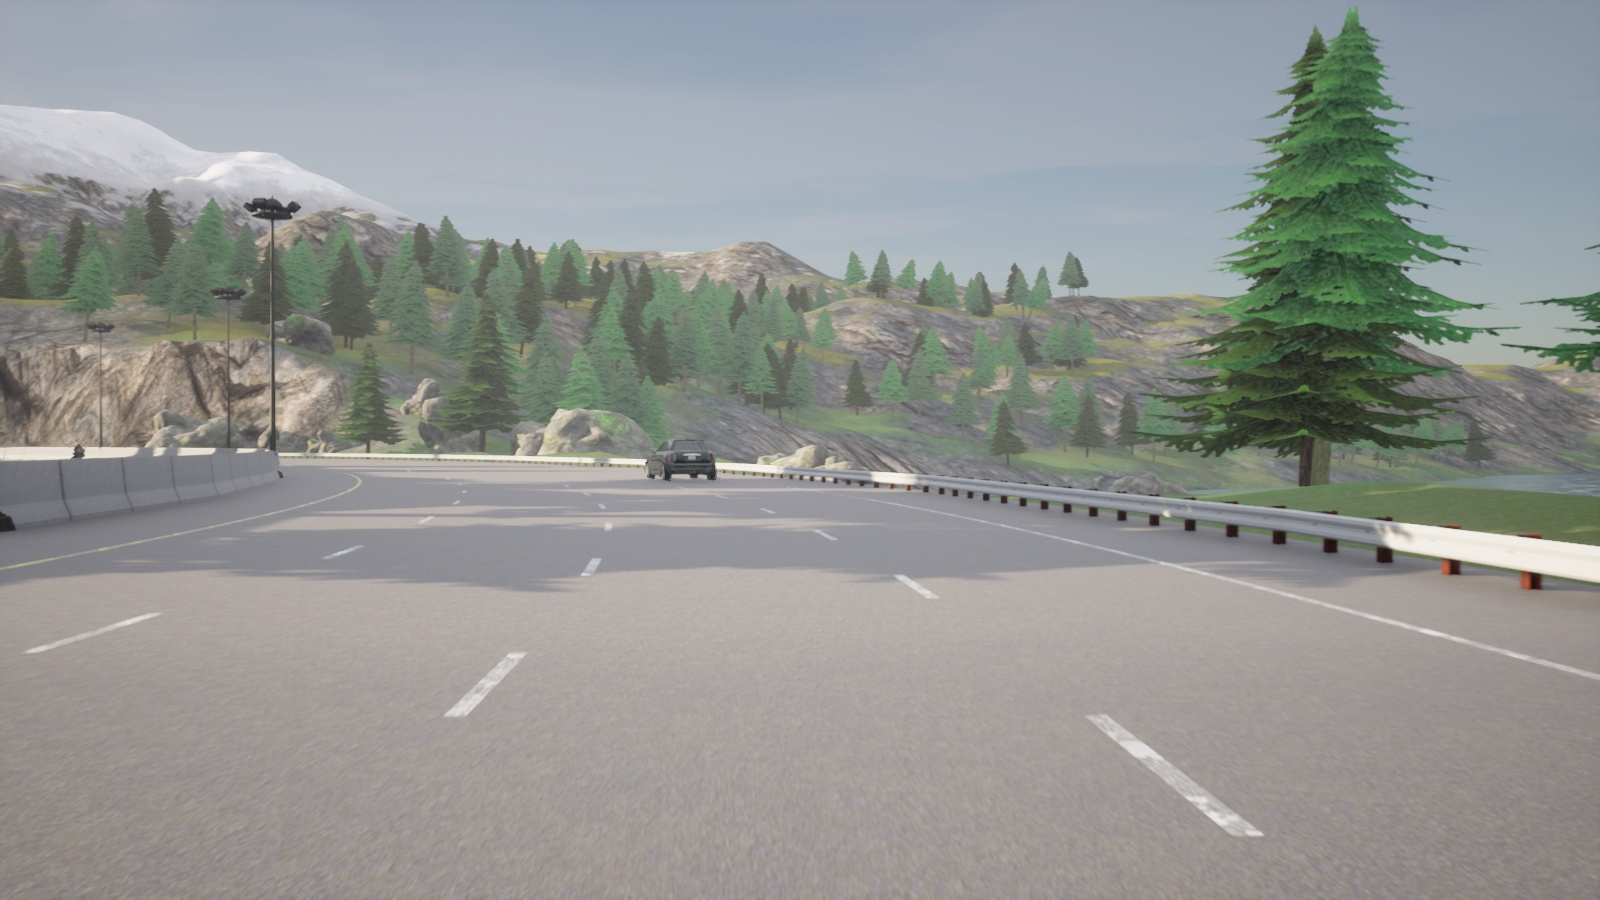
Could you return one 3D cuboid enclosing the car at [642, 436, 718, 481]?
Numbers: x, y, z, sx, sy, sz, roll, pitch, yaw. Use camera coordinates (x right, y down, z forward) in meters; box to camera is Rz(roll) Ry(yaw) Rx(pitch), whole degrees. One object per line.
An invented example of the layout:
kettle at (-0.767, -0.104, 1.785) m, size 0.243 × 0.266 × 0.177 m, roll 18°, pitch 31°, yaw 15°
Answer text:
car at (-4.921, 0.315, 51.028) m, size 2.097 × 1.767 × 4.553 m, roll 0°, pitch 0°, yaw -18°
